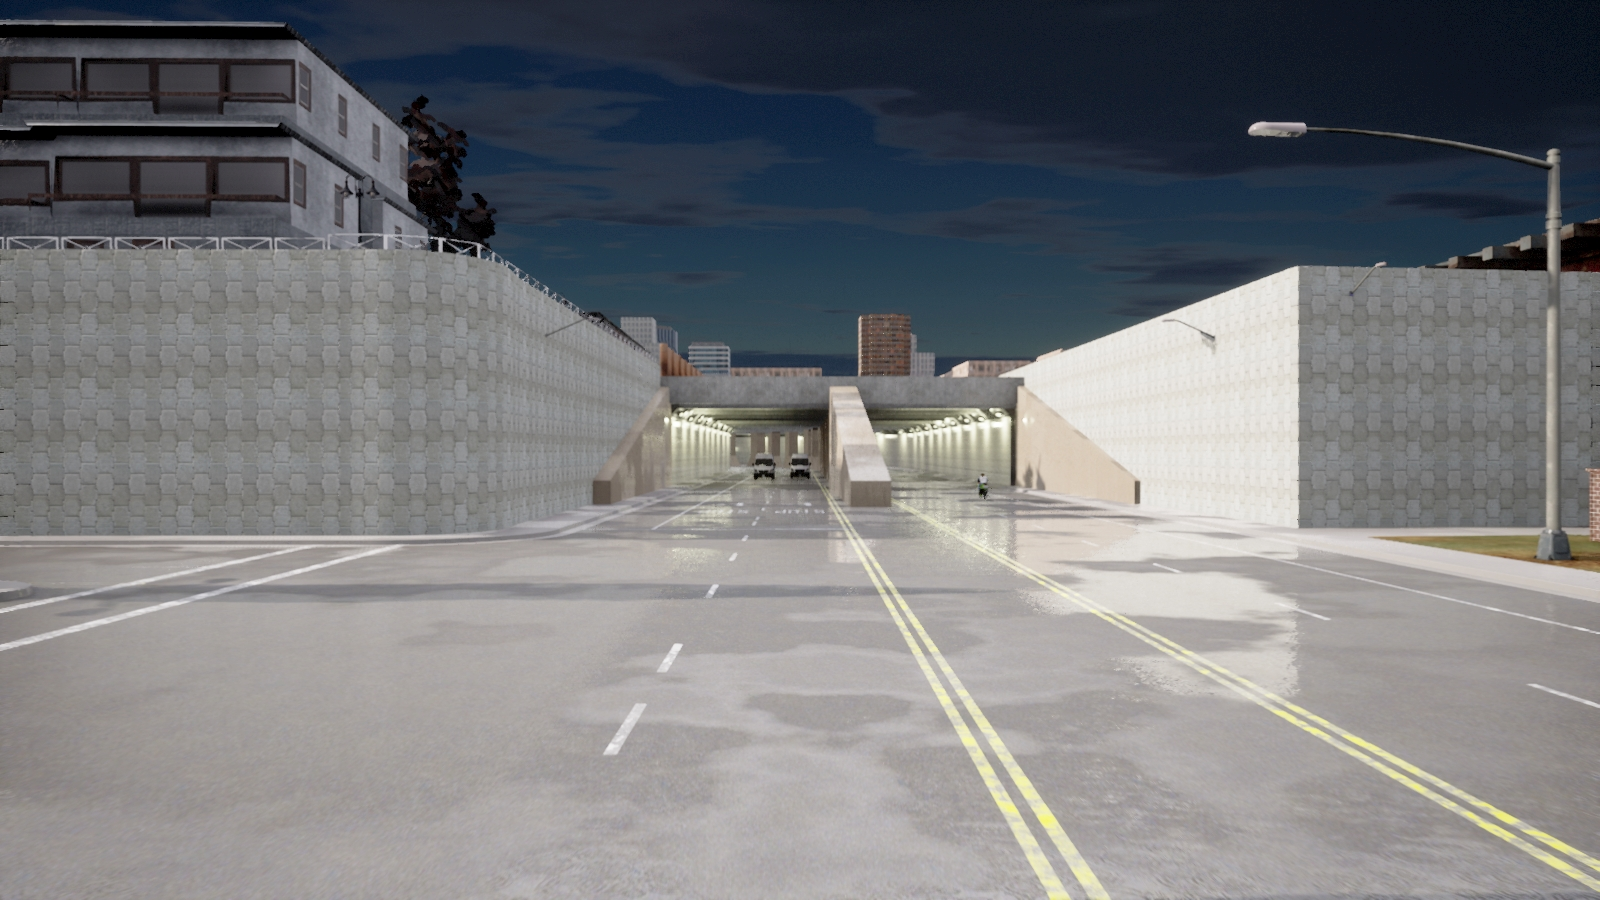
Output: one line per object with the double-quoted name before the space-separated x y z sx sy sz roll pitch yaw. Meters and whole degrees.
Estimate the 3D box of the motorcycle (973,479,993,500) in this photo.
"motorcycle" 10.484 2.262 65.573 0.803 1.145 2.033 0 0 0
